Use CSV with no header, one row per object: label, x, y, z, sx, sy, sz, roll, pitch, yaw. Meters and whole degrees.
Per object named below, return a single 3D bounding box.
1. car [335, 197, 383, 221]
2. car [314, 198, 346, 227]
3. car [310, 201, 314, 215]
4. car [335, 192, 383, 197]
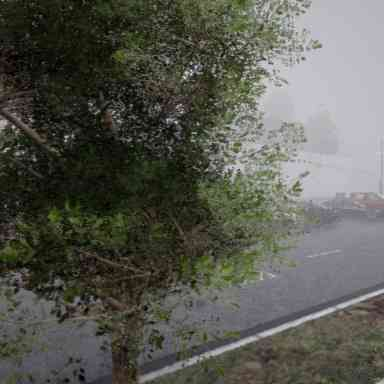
car,11.747,1.325,24.893,4.792,1.488,2.163,-1,-1,35
car,6.836,1.363,21.417,5.008,1.535,2.097,-1,0,35
car,4.387,1.434,19.684,4.674,1.452,2.002,-1,-1,35
car,14.187,1.013,26.639,5.566,2.045,2.435,-1,-1,35
